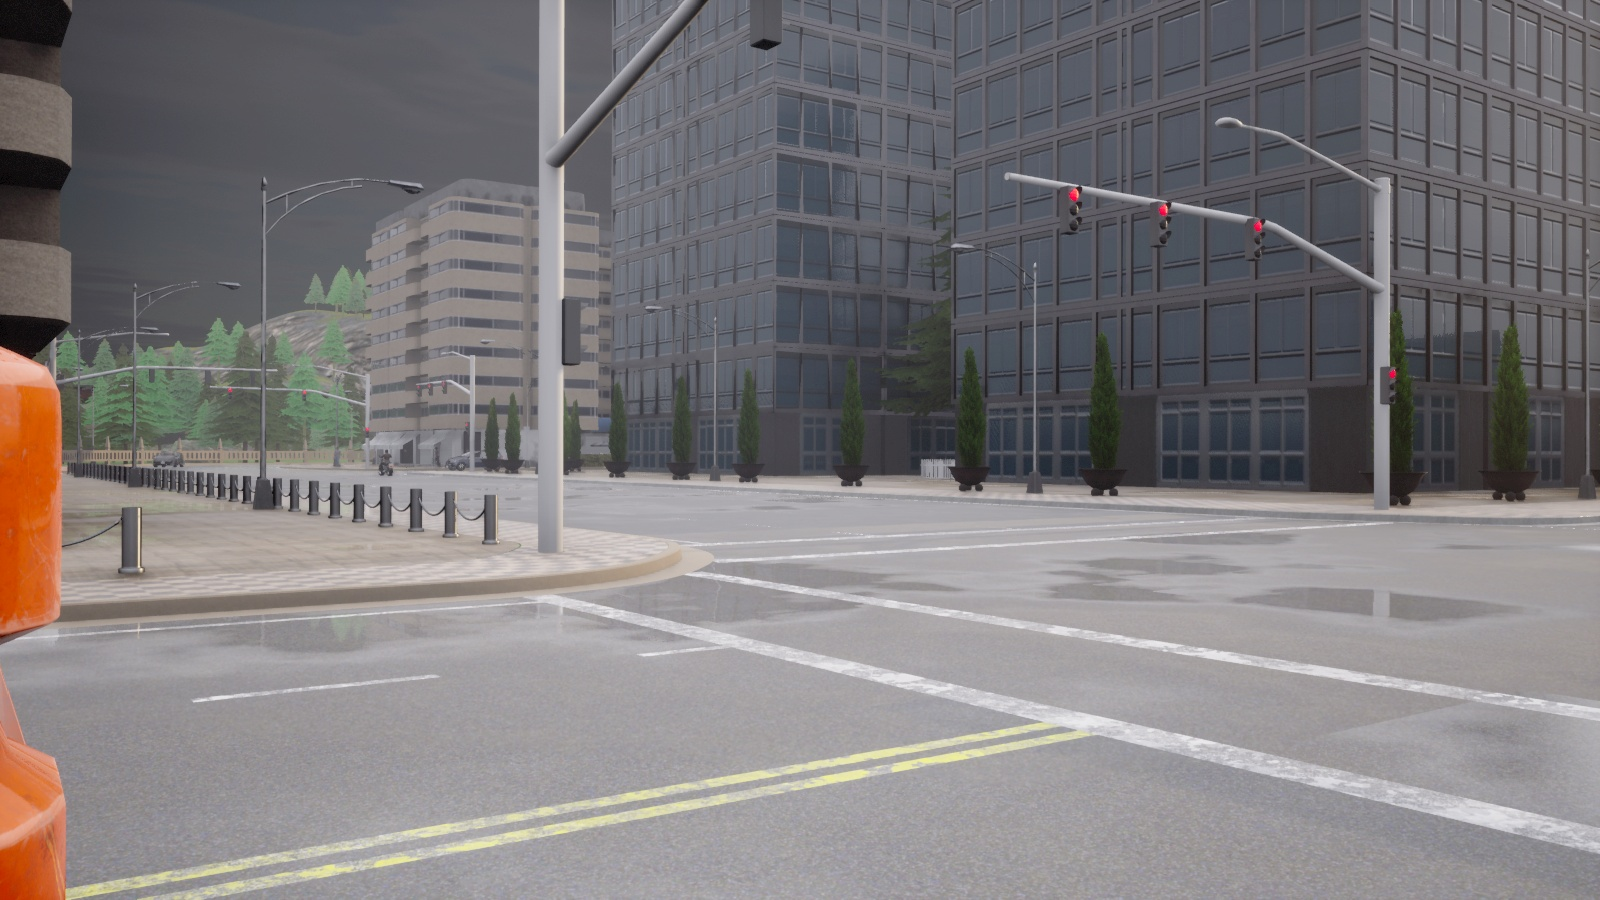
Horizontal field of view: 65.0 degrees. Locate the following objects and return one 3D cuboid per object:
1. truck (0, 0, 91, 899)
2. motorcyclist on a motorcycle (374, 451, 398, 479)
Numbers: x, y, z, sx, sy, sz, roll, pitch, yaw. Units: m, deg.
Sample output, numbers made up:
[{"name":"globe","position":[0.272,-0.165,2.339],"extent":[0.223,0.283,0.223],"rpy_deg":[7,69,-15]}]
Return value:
[{"name":"truck","position":[-4.853,-0.226,0.292],"extent":[7.936,3.462,2.891],"rpy_deg":[0,0,-35]},{"name":"motorcyclist on a motorcycle","position":[-24.902,0.877,75.473],"extent":[0.766,1.649,2.350],"rpy_deg":[0,0,-34]}]
